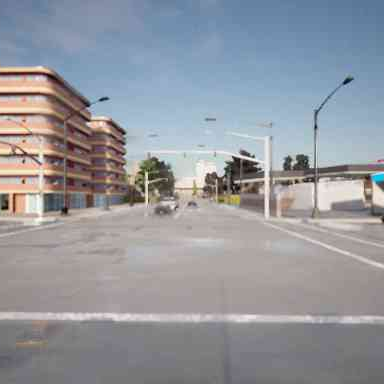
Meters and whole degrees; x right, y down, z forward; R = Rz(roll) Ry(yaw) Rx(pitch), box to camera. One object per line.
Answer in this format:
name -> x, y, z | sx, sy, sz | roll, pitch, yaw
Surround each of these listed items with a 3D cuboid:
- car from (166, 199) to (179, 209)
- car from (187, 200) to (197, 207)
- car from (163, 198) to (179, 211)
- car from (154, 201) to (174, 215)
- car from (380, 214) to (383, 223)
car -> -3.537, 2.132, 61.395 | 2.097, 1.767, 4.553 | 0, -1, 0
car -> 0.020, 2.377, 68.768 | 1.812, 1.442, 4.674 | 0, -1, 0
car -> -3.577, 1.873, 51.266 | 2.150, 2.045, 5.566 | 0, -1, 0
car -> -3.587, 2.125, 41.239 | 1.895, 1.301, 4.718 | 0, -1, 0
car -> 16.542, 1.912, 24.390 | 4.718, 1.301, 1.895 | 0, -1, 1
